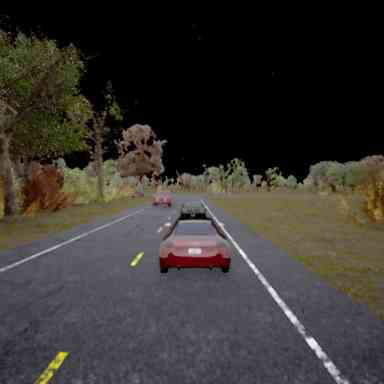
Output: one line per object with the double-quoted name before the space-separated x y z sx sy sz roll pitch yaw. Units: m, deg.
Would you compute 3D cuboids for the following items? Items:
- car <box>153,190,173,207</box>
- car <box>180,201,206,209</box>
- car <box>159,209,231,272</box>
"car" -3.587 0.803 41.549 2.150 2.045 5.566 0 1 0
"car" 0.086 1.345 25.702 1.895 1.301 4.718 0 1 0
"car" 0.081 1.460 10.491 1.994 1.385 4.181 0 1 0
